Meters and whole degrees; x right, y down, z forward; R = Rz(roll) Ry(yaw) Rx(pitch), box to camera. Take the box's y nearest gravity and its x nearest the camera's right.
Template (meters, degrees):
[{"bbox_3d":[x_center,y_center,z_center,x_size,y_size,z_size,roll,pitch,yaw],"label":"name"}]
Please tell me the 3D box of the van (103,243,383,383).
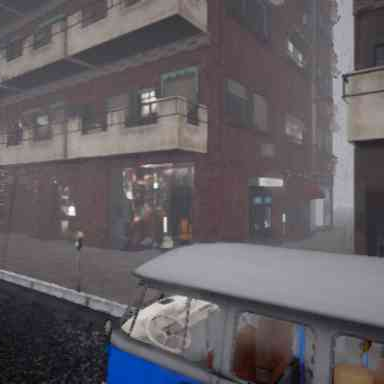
[{"bbox_3d":[1.164,1.341,2.047,3.998,1.788,1.690,0,0,35],"label":"van"}]
